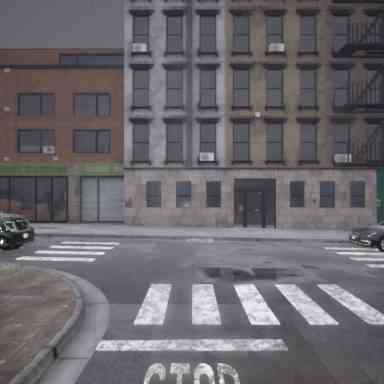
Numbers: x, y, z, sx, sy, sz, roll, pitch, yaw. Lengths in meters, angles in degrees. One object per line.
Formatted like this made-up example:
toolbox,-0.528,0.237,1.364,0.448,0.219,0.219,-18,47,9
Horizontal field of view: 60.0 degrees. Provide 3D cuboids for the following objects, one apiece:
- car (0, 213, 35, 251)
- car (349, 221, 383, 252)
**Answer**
car,-8.398,1.074,11.297,5.566,2.045,2.150,1,0,0
car,9.313,1.756,14.178,4.892,1.490,1.837,1,0,0
